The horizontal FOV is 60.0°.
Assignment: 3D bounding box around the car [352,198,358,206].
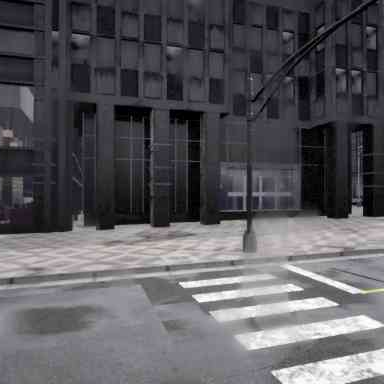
[{"bbox_3d":[22.513,1.327,49.276,1.994,1.385,4.181,0,-1,-16],"label":"car"}]
